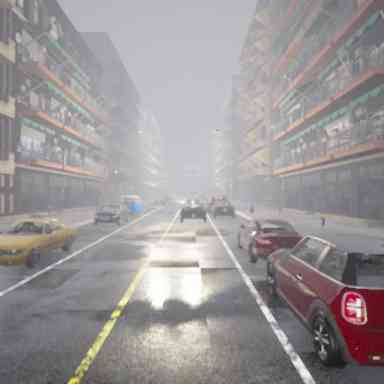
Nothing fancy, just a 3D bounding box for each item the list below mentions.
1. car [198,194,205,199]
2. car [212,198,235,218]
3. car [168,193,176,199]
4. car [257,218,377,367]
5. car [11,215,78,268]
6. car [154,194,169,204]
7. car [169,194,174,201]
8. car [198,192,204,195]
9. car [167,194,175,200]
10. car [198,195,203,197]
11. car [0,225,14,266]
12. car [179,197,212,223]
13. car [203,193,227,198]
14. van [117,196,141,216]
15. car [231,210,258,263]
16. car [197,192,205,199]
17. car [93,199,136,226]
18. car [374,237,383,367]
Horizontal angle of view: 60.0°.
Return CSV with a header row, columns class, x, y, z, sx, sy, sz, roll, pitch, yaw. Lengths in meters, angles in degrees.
class,x,y,z,sx,sy,sz,roll,pitch,yaw
car,2.571,1.194,89.177,1.802,1.307,4.206,1,0,0
car,2.575,1.425,27.976,1.947,1.339,4.313,1,0,0
car,-5.308,1.137,88.978,1.752,1.417,4.829,1,0,0
car,2.578,1.407,5.723,1.967,1.590,4.097,1,0,0
car,-5.303,1.464,11.081,1.752,1.417,4.829,1,0,0
car,-5.306,1.260,55.594,1.752,1.417,4.829,1,0,0
car,-5.307,1.253,66.892,1.947,1.339,4.313,1,0,0
car,2.573,1.191,72.657,1.752,1.417,4.829,1,0,0
car,-5.307,1.154,83.414,1.752,1.417,4.829,1,0,0
car,0.097,1.362,41.228,1.994,1.385,4.181,0,0,0
car,-5.303,1.518,5.689,2.008,1.369,4.403,1,0,0
car,0.100,1.367,24.487,2.128,1.511,4.902,0,0,0
car,2.578,1.148,33.539,2.192,1.841,5.009,1,0,0
van,-5.301,1.200,27.943,1.690,1.788,3.998,1,0,0
car,2.576,1.520,11.285,1.802,1.307,4.206,1,0,0
car,2.574,0.911,94.742,2.192,1.841,5.009,1,0,0
car,-5.305,1.435,22.380,2.008,1.369,4.403,1,0,0
car,2.580,1.313,0.158,2.192,1.841,5.009,1,0,0
